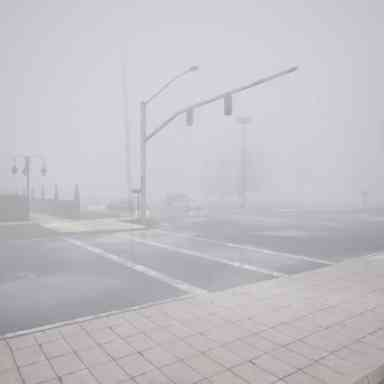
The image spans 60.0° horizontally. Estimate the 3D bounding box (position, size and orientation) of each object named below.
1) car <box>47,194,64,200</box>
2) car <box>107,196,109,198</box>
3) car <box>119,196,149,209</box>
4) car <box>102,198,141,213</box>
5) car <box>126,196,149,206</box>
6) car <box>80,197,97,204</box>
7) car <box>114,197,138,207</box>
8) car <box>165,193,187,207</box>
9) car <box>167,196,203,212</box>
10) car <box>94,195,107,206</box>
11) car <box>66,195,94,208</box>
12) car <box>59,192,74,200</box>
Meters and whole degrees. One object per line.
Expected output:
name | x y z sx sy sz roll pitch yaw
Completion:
car | -25.676 1.607 61.267 1.895 1.301 4.718 0 0 -36
car | -18.337 1.413 69.062 2.033 1.411 5.357 0 0 -36
car | -7.456 1.547 42.116 2.033 1.411 5.357 0 0 -36
car | -7.901 1.601 36.786 1.895 1.301 4.718 0 0 -36
car | -9.392 1.504 56.664 1.837 1.490 4.892 0 0 -36
car | -20.600 1.601 66.223 1.895 1.301 4.718 0 0 -36
car | -10.428 1.506 52.133 1.837 1.490 4.892 0 0 -36
car | -1.689 1.218 46.089 2.150 2.045 5.566 0 0 -36
car | -0.641 1.525 38.713 1.812 1.442 4.674 0 0 -36
car | -16.074 1.506 53.944 1.837 1.490 4.892 0 -1 -36
car | -16.414 1.526 48.460 1.812 1.442 4.674 0 0 -36
car | -25.092 0.942 66.443 2.150 2.045 5.566 0 0 -36
